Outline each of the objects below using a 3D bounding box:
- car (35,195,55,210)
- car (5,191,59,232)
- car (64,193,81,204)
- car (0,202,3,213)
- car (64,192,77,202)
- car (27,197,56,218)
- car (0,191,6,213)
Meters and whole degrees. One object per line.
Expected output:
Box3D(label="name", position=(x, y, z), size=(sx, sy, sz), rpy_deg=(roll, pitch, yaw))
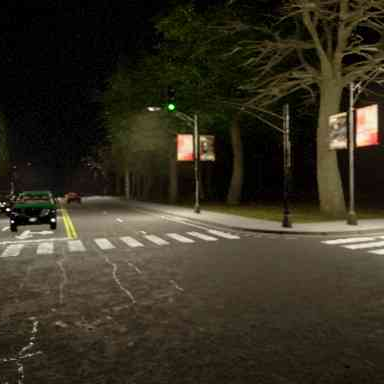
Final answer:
Box3D(label="car", position=(-16.240, 1.107, 36.936), size=(1.812, 1.442, 4.674), rpy_deg=(-1, 1, -22))
Box3D(label="car", position=(-8.917, 0.981, 19.013), size=(2.150, 2.045, 5.566), rpy_deg=(-1, 1, -22))
Box3D(label="car", position=(-17.141, 0.946, 48.229), size=(2.128, 1.511, 4.902), rpy_deg=(-1, 1, -22))
Box3D(label="car", position=(-12.125, 1.363, 18.288), size=(2.033, 1.411, 5.357), rpy_deg=(-1, 1, -22))
Box3D(label="car", position=(-21.116, 0.875, 57.804), size=(1.882, 1.535, 5.008), rpy_deg=(-1, 1, -22))
Box3D(label="car", position=(-12.471, 1.223, 27.732), size=(1.994, 1.385, 4.181), rpy_deg=(-1, 1, -22))
Box3D(label="car", position=(-15.988, 0.932, 27.706), size=(2.150, 2.045, 5.566), rpy_deg=(-1, 1, -22))
